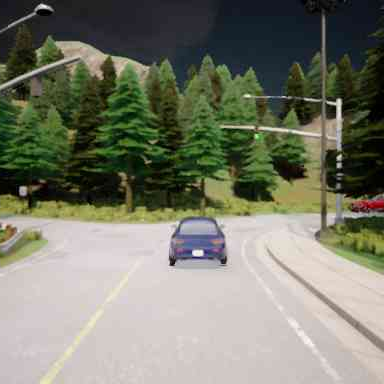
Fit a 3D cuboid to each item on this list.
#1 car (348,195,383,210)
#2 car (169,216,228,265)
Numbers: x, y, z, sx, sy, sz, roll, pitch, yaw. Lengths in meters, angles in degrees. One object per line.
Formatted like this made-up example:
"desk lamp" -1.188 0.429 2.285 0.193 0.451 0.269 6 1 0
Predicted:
"car" 20.425 1.400 37.211 5.566 2.045 2.150 0 0 -7
"car" 0.223 1.583 11.763 1.812 1.442 4.674 0 0 1
